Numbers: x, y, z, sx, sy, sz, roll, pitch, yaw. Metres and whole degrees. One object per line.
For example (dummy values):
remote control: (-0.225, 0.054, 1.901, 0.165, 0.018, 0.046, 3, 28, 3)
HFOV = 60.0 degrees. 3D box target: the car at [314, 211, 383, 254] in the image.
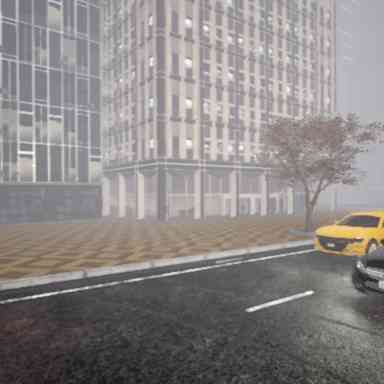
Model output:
car: (6.610, 1.487, 12.357, 5.008, 1.535, 1.882, 0, 0, -35)

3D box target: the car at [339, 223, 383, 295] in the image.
car: (5.611, 1.532, 7.666, 4.674, 1.442, 1.812, 0, 0, -35)
